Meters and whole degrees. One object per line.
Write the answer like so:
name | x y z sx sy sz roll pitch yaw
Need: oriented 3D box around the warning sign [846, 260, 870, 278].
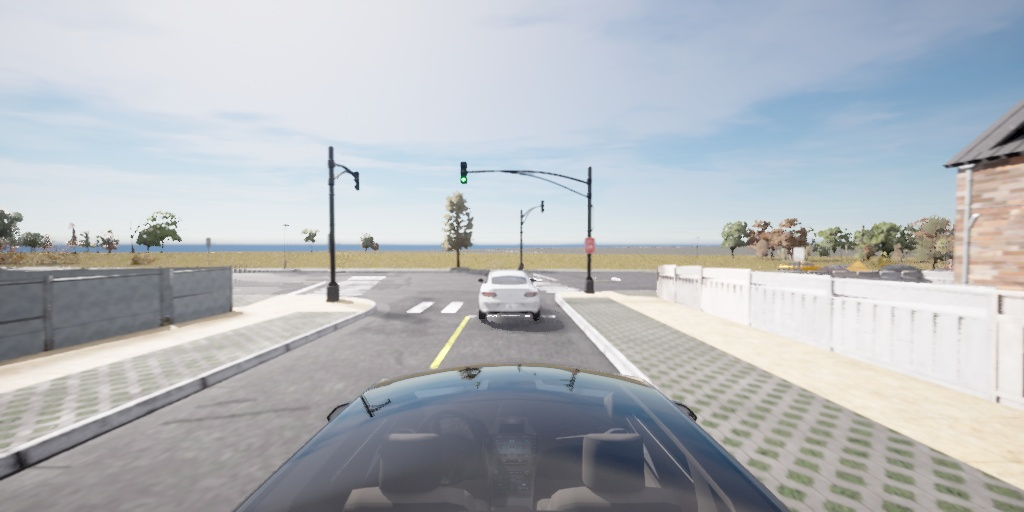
warning sign | 22.955 1.169 23.840 1.060 1.860 1.300 0 0 -15

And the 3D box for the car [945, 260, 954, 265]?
car | 47.558 1.449 37.222 5.566 2.045 2.150 1 1 -17

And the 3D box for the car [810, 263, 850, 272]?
car | 33.256 1.512 36.493 4.181 1.385 1.994 1 1 -16

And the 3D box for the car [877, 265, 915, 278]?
car | 37.201 1.593 34.124 4.892 1.490 1.837 1 1 -16

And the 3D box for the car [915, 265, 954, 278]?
car | 38.223 1.734 31.039 5.357 1.411 2.033 1 1 -16

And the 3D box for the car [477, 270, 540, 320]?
car | -0.170 1.178 12.018 1.812 1.442 4.674 0 1 -3

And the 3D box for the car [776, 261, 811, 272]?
car | 31.469 1.317 39.362 5.008 1.535 1.882 1 1 -16
